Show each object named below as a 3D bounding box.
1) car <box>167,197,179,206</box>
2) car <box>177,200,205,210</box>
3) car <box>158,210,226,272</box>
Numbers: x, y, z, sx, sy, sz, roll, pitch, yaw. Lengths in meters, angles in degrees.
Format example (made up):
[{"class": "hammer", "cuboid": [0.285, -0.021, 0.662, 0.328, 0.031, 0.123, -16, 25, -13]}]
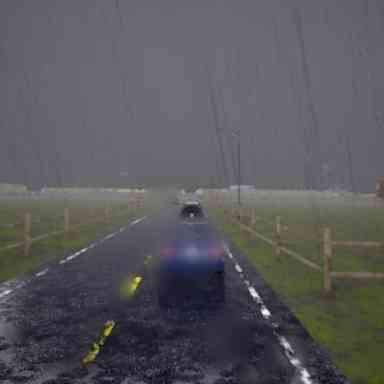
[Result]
[{"class": "car", "cuboid": [-2.891, 1.497, 52.479, 2.033, 1.411, 5.357, 0, 0, 0]}, {"class": "car", "cuboid": [0.014, 1.475, 27.854, 1.837, 1.490, 4.892, 0, 0, 0]}, {"class": "car", "cuboid": [0.012, 1.535, 10.672, 2.033, 1.411, 5.357, 0, 0, 0]}]
